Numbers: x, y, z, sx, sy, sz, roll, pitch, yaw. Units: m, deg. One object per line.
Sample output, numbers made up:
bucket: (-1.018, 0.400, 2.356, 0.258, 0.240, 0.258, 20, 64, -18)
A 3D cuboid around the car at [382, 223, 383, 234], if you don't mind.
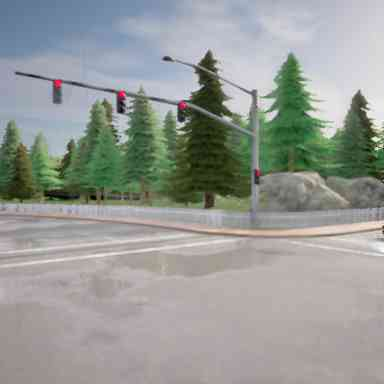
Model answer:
car: (11.238, 1.474, 16.339, 4.892, 1.490, 1.837, 0, 0, -35)
